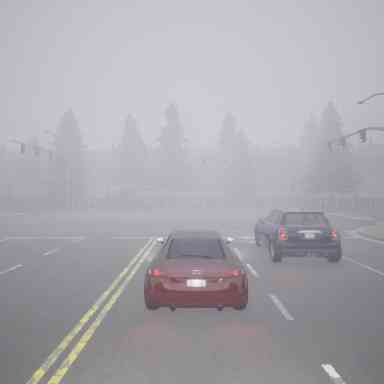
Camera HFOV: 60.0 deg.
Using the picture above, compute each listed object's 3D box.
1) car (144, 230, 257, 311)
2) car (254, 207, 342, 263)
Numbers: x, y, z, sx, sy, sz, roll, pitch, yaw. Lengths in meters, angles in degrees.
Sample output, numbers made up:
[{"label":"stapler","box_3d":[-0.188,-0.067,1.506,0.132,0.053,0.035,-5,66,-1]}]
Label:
[{"label":"car","box_3d":[0.075,1.564,7.826,1.994,1.385,4.181,0,0,0]},{"label":"car","box_3d":[3.627,1.352,12.200,2.097,1.767,4.553,0,0,2]}]
